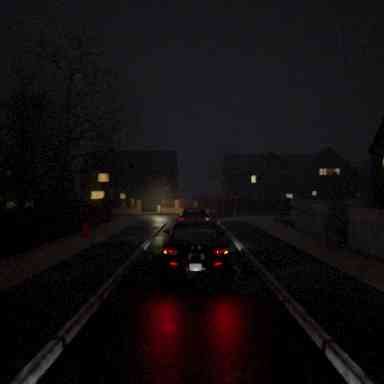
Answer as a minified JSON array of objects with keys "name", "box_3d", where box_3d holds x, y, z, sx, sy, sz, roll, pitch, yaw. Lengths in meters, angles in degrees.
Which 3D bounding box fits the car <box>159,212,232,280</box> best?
[{"name":"car","box_3d":[0.099,1.545,9.868,1.812,1.442,4.674,0,0,0]}]

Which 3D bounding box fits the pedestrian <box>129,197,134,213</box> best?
[{"name":"pedestrian","box_3d":[-6.707,1.427,36.996,0.375,1.860,0.375,0,-1,1]}]

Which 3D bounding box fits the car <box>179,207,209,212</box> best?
[{"name":"car","box_3d":[0.118,1.603,20.209,1.994,1.385,4.181,0,0,0]}]
